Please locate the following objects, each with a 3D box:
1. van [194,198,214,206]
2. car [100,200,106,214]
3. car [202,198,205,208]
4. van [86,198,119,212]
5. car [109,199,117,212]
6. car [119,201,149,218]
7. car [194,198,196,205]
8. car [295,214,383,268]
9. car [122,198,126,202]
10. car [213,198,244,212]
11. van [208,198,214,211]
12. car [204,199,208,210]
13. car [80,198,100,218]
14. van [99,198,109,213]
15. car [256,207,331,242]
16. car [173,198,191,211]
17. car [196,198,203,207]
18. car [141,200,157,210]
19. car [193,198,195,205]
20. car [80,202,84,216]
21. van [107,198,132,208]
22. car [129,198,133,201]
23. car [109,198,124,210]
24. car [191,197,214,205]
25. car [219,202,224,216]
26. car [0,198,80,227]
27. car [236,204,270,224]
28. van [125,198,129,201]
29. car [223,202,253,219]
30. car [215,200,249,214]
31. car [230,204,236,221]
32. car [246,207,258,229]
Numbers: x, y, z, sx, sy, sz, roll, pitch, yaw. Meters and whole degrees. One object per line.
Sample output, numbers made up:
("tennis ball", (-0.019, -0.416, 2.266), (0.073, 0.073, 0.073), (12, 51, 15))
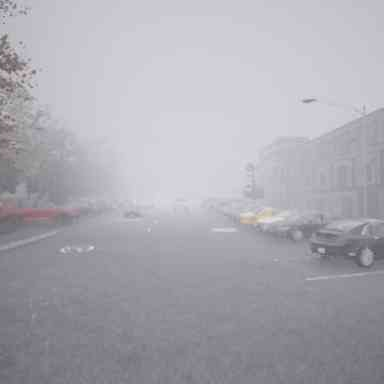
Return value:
("van", (3.010, 2.404, 82.279), (4.442, 1.987, 1.878), (1, -1, -23))
("car", (-12.562, 1.985, 37.518), (4.792, 1.488, 2.163), (0, 0, -23))
("car", (4.518, 2.059, 53.025), (4.553, 1.767, 2.185), (1, -1, -23))
("van", (-13.217, 1.872, 49.248), (4.442, 1.987, 1.878), (0, 0, -23))
("car", (-12.814, 2.024, 43.412), (4.892, 1.521, 2.231), (0, 0, -23))
("car", (-6.121, 2.010, 35.650), (2.033, 1.411, 5.357), (0, -1, -3))
("car", (3.861, 2.446, 70.683), (5.366, 1.575, 1.946), (1, -1, -23))
("car", (6.538, 1.720, 12.015), (4.892, 1.521, 2.231), (1, -1, -23))
("car", (-13.247, 2.175, 52.230), (4.674, 1.452, 2.002), (0, 0, -23))
("car", (5.290, 1.881, 38.393), (4.553, 1.767, 2.185), (1, -1, -23))
("van", (4.871, 1.846, 44.197), (4.442, 1.987, 1.878), (1, -1, -23))
("car", (4.824, 2.110, 47.173), (5.008, 1.535, 2.097), (1, -1, -23))
("car", (-12.367, 1.796, 34.603), (4.553, 1.767, 2.185), (0, 0, -23))
("van", (-12.784, 1.764, 40.423), (4.442, 1.987, 1.878), (0, 0, -23))
("car", (6.263, 1.784, 17.871), (4.892, 1.521, 2.231), (1, 0, -23))
("car", (-1.744, 1.898, 52.351), (2.150, 2.045, 5.566), (0, -1, -3))
("car", (4.289, 2.017, 58.910), (5.566, 2.045, 2.435), (1, -1, -23))
("car", (-7.014, 2.248, 55.696), (1.812, 1.442, 4.674), (0, -1, -3))
("car", (3.577, 2.539, 76.537), (5.366, 1.575, 1.946), (1, -1, -23))
("car", (-12.132, 1.888, 28.694), (4.792, 1.488, 2.163), (0, 0, -23))
("van", (-13.931, 2.080, 63.949), (4.442, 1.987, 1.878), (0, -1, -23))
("car", (-13.685, 2.300, 61.058), (4.674, 1.452, 2.002), (0, -1, -23))
("car", (-12.794, 2.055, 46.427), (5.366, 1.575, 1.946), (0, -1, -23))
("car", (2.791, 2.477, 88.182), (5.566, 2.045, 2.435), (1, -1, -23))
("car", (5.516, 1.971, 32.509), (4.792, 1.488, 2.163), (1, 0, -23))
("car", (-11.941, 1.574, 25.786), (5.566, 2.045, 2.435), (0, -1, -23))
("car", (6.139, 1.847, 23.808), (5.366, 1.575, 1.946), (1, -1, -23))
("van", (-13.291, 1.950, 55.228), (4.442, 1.987, 1.878), (0, -1, -23))
("car", (5.696, 1.911, 29.589), (4.892, 1.521, 2.231), (1, 0, -23))
("car", (5.407, 1.975, 35.454), (4.892, 1.521, 2.231), (1, 0, -23))
("car", (5.830, 1.918, 26.661), (4.674, 1.452, 2.002), (1, 0, -23))
("car", (6.116, 1.854, 20.800), (4.674, 1.452, 2.002), (1, 0, -23))
